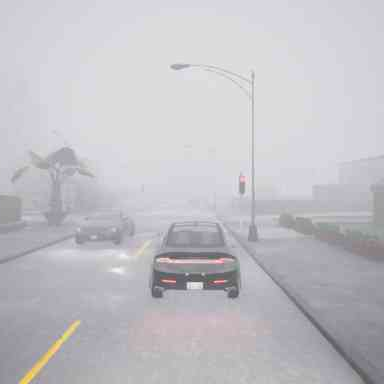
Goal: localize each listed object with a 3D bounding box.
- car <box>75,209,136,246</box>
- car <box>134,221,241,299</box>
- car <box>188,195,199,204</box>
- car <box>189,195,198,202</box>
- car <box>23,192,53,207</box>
[{"bbox_3d":[-3.837,1.526,15.519,1.812,1.442,4.674,0,0,1],"label":"car"},{"bbox_3d":[0.087,1.492,8.471,2.128,1.511,4.902,0,0,1],"label":"car"},{"bbox_3d":[0.366,1.491,62.100,2.128,1.511,4.902,0,0,0],"label":"car"},{"bbox_3d":[0.347,1.525,80.629,2.128,1.511,4.902,0,0,0],"label":"car"},{"bbox_3d":[-19.576,0.986,42.937,1.905,1.878,3.866,0,0,35],"label":"car"}]
